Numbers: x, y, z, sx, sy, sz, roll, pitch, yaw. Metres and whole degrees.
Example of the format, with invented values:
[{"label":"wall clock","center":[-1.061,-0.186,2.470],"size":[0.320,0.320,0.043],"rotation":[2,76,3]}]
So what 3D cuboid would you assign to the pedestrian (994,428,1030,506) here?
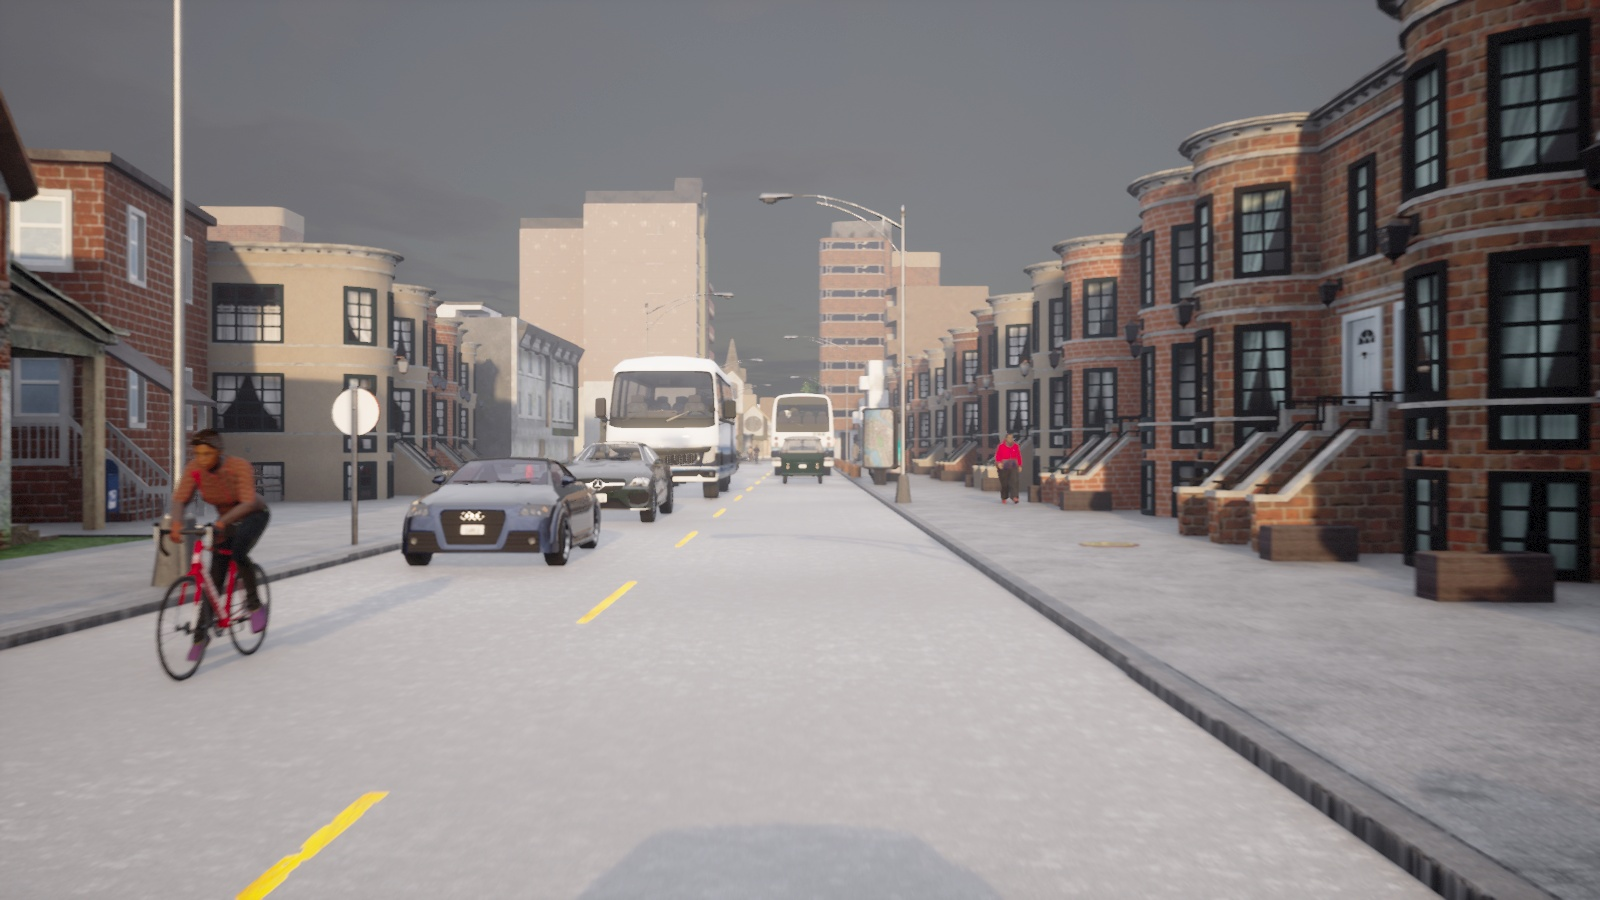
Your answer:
[{"label":"pedestrian","center":[5.075,0.403,30.091],"size":[0.634,1.844,0.899],"rotation":[0,0,-5]}]

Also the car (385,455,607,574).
[{"label":"car","center":[-3.950,0.776,17.067],"size":[1.994,1.385,4.181],"rotation":[0,0,0]}]

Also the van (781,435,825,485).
[{"label":"van","center":[0.138,0.400,52.838],"size":[1.775,1.987,4.442],"rotation":[0,0,0]}]

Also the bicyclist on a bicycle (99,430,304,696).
[{"label":"bicyclist on a bicycle","center":[-3.968,0.682,8.465],"size":[0.582,1.620,1.656],"rotation":[0,0,0]}]

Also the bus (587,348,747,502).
[{"label":"bus","center":[-3.894,-0.707,39.846],"size":[3.944,4.253,10.273],"rotation":[0,0,0]}]

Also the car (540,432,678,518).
[{"label":"car","center":[-3.926,0.473,26.756],"size":[2.152,1.651,5.027],"rotation":[0,0,0]}]

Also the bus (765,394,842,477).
[{"label":"bus","center":[0.179,-0.761,69.451],"size":[3.944,4.253,10.273],"rotation":[0,0,0]}]
